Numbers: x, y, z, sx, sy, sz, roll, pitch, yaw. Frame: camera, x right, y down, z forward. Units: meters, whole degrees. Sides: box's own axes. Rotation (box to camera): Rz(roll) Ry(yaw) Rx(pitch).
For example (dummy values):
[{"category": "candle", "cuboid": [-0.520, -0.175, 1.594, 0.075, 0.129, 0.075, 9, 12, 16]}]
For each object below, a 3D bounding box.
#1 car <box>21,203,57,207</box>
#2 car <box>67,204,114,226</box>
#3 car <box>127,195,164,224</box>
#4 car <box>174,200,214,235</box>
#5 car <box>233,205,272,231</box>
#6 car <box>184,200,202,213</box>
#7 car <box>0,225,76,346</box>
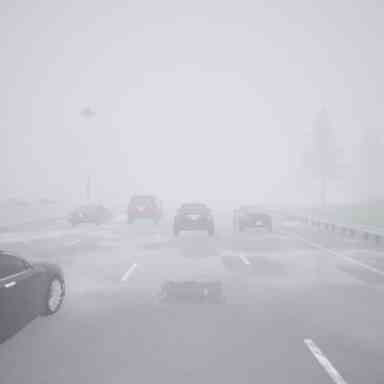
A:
[{"category": "car", "cuboid": [-17.585, 1.481, 39.115, 2.128, 1.511, 4.902, 0, 0, 0]}, {"category": "car", "cuboid": [-6.898, 1.541, 23.131, 2.033, 1.411, 5.357, 0, 0, 0]}, {"category": "car", "cuboid": [-3.398, 1.215, 24.935, 2.150, 2.045, 5.566, 0, 0, 0]}, {"category": "car", "cuboid": [0.101, 1.347, 18.954, 2.097, 1.767, 4.553, 0, 0, 0]}, {"category": "car", "cuboid": [3.602, 1.521, 20.233, 1.812, 1.442, 4.674, 0, 0, 0]}, {"category": "car", "cuboid": [0.102, 1.591, 37.891, 1.895, 1.301, 4.718, 0, 0, 0]}, {"category": "car", "cuboid": [-3.400, 1.504, 4.598, 1.837, 1.490, 4.892, 0, 0, 0]}]
